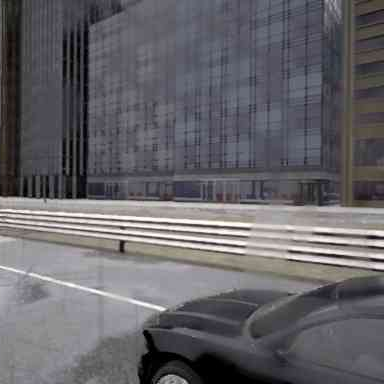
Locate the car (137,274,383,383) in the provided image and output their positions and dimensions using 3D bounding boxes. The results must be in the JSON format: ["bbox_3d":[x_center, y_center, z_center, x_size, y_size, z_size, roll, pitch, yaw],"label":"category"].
[{"bbox_3d":[1.725,1.478,2.756,5.008,1.535,1.882,0,0,35],"label":"car"}]
